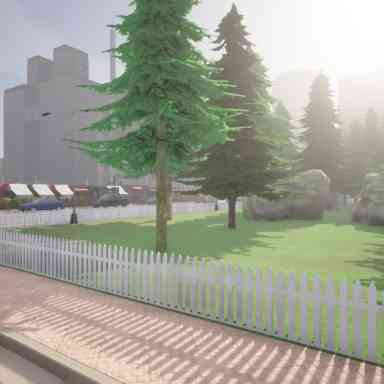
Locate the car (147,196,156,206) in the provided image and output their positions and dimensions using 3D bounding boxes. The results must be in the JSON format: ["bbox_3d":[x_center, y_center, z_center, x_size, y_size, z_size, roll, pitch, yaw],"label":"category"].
[{"bbox_3d":[-5.257,1.352,54.017,2.097,1.767,4.553,0,0,34],"label":"car"}]

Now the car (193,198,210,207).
[{"bbox_3d":[2.205,1.601,52.279,1.895,1.301,4.718,0,0,34],"label":"car"}]

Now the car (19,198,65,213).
[{"bbox_3d":[-16.695,1.477,37.154,1.882,1.535,5.008,0,0,34],"label":"car"}]

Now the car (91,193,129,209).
[{"bbox_3d":[-11.047,1.221,45.513,2.150,2.045,5.566,0,0,34],"label":"car"}]
